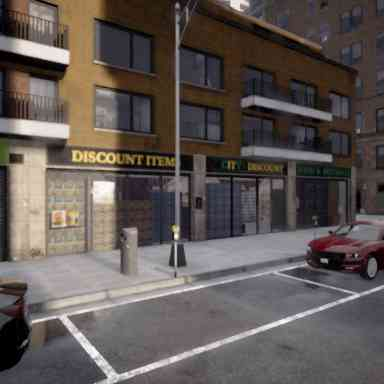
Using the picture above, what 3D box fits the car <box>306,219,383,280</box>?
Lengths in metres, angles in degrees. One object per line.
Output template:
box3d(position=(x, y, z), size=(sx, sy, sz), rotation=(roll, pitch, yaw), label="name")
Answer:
box3d(position=(5.271, 1.542, 9.951), size=(4.507, 1.381, 1.887), rotation=(0, 0, -36), label="car")

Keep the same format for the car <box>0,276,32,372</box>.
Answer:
box3d(position=(-3.981, 1.566, 3.351), size=(4.313, 1.339, 1.947), rotation=(0, 0, -36), label="car")
